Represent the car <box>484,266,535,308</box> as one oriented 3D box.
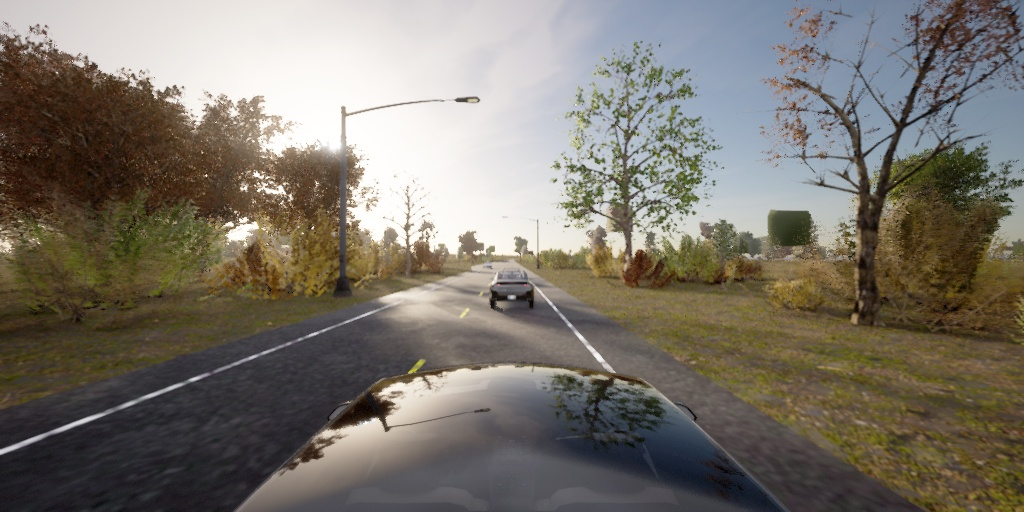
[{"bbox_3d":[-0.003,1.383,16.135,2.128,1.511,4.902,0,0,0],"label":"car"}]
